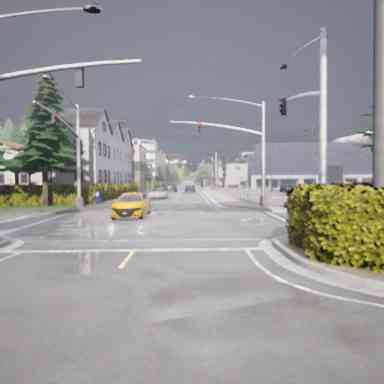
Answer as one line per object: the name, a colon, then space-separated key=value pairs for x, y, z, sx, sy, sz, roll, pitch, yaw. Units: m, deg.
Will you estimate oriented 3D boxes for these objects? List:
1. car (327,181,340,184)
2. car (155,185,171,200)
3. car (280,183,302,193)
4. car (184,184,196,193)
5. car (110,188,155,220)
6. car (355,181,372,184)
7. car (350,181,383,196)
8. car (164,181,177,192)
car: x=25.131 y=-1.097 z=59.700 sx=2.152 sy=1.636 sz=5.027 roll=-1 pitch=2 yaw=-1
car: x=-3.823 y=0.213 z=38.138 sx=1.895 sy=1.301 sz=4.718 roll=-1 pitch=2 yaw=0
car: x=15.115 y=-0.589 z=52.257 sx=2.007 sy=1.523 sz=4.514 roll=-1 pitch=2 yaw=-1
car: x=-0.344 y=-0.670 z=58.830 sx=2.128 sy=1.511 sz=4.902 roll=-1 pitch=2 yaw=0
car: x=-3.730 y=0.780 z=20.811 sx=1.882 sy=1.535 sz=5.008 roll=-1 pitch=3 yaw=0
car: x=18.916 y=-0.210 z=34.412 sx=1.905 sy=1.878 sz=3.866 roll=-1 pitch=2 yaw=-1
car: x=22.137 y=-0.503 z=42.301 sx=1.932 sy=1.855 sz=4.605 roll=-1 pitch=2 yaw=-1
car: x=-3.884 y=-0.987 z=61.231 sx=2.150 sy=2.045 sz=5.566 roll=-1 pitch=2 yaw=0
